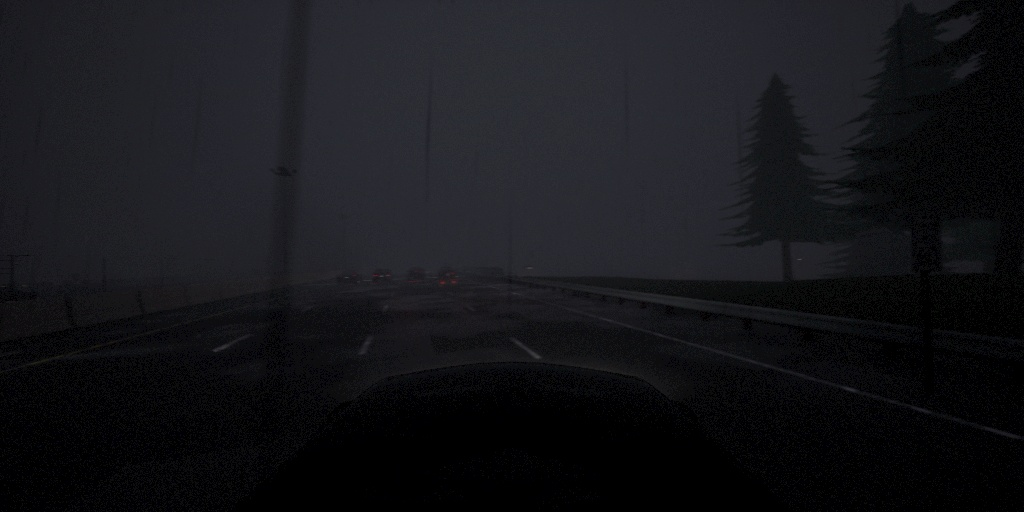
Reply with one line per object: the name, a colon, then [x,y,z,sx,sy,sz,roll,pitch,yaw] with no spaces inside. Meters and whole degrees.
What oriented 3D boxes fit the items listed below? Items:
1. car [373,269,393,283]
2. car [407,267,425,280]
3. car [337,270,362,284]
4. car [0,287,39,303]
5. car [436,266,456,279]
car: [-14.287,2.144,39.857,2.033,1.411,5.357,-2,-1,-16]
car: [-11.350,2.015,42.364,1.882,1.535,5.008,-2,0,-15]
car: [-17.721,2.254,39.156,1.994,1.385,4.181,-2,-1,-16]
car: [-30.684,2.464,20.598,1.895,1.301,4.718,-2,-1,-16]
car: [-7.887,1.968,42.966,1.812,1.442,4.674,-2,0,-16]
